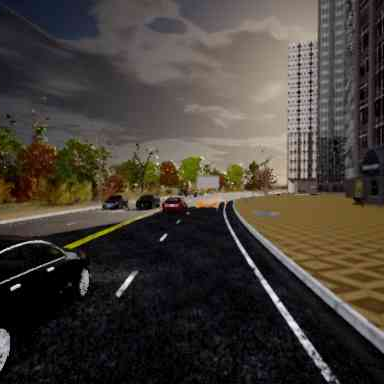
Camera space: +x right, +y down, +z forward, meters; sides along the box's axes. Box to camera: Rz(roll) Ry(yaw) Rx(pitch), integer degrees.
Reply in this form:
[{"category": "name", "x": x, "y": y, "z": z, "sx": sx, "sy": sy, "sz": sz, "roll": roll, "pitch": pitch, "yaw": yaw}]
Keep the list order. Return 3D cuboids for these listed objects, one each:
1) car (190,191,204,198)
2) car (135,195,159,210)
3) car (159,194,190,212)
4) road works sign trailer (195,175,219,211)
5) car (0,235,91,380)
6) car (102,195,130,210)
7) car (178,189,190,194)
[{"category": "car", "x": 1.447, "y": 0.592, "z": 75.628, "sx": 1.837, "sy": 1.490, "sz": 4.892, "roll": 0, "pitch": 1, "yaw": 11}, {"category": "car", "x": -4.733, "y": 1.038, "z": 35.995, "sx": 1.882, "sy": 1.535, "sz": 5.008, "roll": 0, "pitch": 1, "yaw": 6}, {"category": "car", "x": -1.634, "y": 1.176, "z": 32.462, "sx": 1.994, "sy": 1.385, "sz": 4.181, "roll": 0, "pitch": 1, "yaw": 5}, {"category": "road works sign trailer", "x": 1.605, "y": 0.070, "z": 33.832, "sx": 2.380, "sy": 3.560, "sz": 2.880, "roll": 0, "pitch": 1, "yaw": 6}, {"category": "car", "x": -3.093, "y": 1.433, "z": 5.192, "sx": 1.837, "sy": 1.490, "sz": 4.892, "roll": 0, "pitch": 1, "yaw": 1}, {"category": "car", "x": -8.044, "y": 1.082, "z": 35.487, "sx": 1.812, "sy": 1.442, "sz": 4.674, "roll": 0, "pitch": 1, "yaw": 6}, {"category": "car", "x": -1.736, "y": 0.297, "z": 76.276, "sx": 2.150, "sy": 2.045, "sz": 5.566, "roll": 0, "pitch": 1, "yaw": 11}]
